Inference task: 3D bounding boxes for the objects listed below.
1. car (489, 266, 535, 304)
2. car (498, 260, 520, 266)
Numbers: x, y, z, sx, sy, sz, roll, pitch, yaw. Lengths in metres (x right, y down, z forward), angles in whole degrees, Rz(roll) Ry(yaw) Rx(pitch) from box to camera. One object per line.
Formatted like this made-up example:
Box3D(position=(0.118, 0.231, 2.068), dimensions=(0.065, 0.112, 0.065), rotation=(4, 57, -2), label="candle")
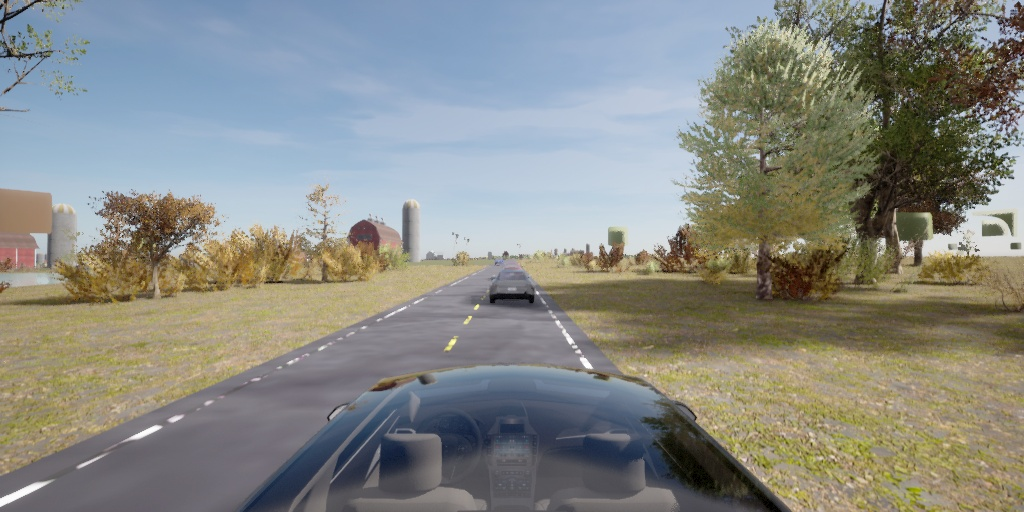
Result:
Box3D(position=(0.000, 1.325, 16.541), dimensions=(1.994, 1.385, 4.181), rotation=(0, 0, 0), label="car")
Box3D(position=(0.000, 1.293, 31.544), dimensions=(1.812, 1.442, 4.674), rotation=(0, 0, 0), label="car")
